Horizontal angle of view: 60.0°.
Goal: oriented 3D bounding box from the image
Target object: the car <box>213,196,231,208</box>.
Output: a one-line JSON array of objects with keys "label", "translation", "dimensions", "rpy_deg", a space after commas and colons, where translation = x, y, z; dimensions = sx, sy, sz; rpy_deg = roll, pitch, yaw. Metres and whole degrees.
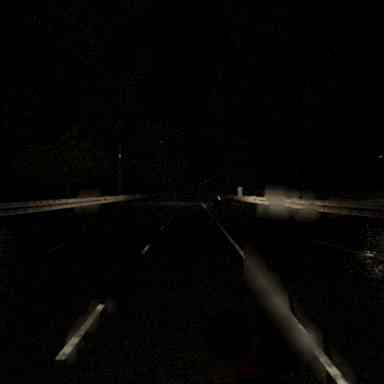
[{"label": "car", "translation": [3.903, 1.282, 43.981], "dimensions": [2.128, 1.511, 4.902], "rpy_deg": [0, 0, -3]}]
